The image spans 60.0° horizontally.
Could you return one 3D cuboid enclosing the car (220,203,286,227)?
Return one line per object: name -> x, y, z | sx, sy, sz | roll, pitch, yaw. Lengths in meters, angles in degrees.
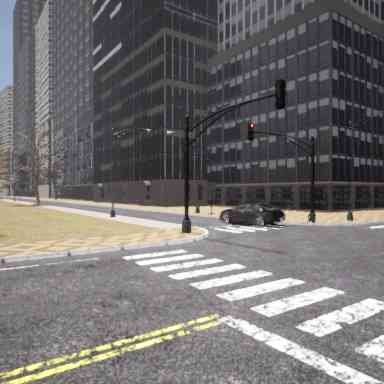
car -> 4.077, 1.504, 22.960 | 1.837, 1.490, 4.892 | -4, 3, -43
